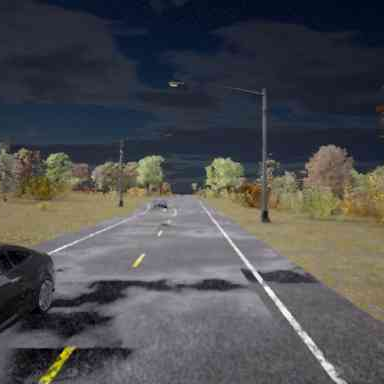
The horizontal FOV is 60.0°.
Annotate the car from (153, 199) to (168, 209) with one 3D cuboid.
[{"bbox_3d":[-4.450,1.608,46.694,1.994,1.385,4.181,0,0,-6],"label":"car"}]

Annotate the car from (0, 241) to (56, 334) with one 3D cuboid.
[{"bbox_3d":[-3.598,1.528,4.882,1.812,1.442,4.674,0,0,0],"label":"car"}]
